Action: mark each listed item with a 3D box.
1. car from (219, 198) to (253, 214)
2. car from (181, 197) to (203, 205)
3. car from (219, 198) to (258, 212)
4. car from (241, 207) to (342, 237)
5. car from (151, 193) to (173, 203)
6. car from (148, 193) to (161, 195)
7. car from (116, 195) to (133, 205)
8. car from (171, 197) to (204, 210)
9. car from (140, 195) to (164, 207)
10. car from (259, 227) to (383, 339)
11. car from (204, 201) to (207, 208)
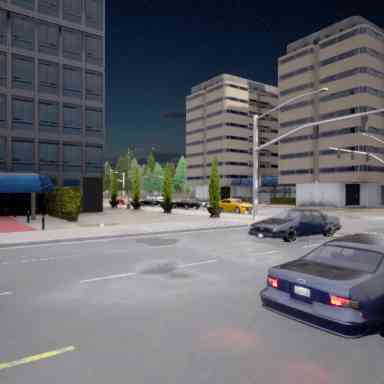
[{"bbox_3d":[4.467,1.478,35.964,1.882,1.535,5.008,0,0,-35],"label":"car"},{"bbox_3d":[-0.076,1.562,61.099,1.994,1.385,4.181,0,0,-35],"label":"car"},{"bbox_3d":[5.566,1.505,40.497,1.837,1.490,4.892,0,0,-35],"label":"car"},{"bbox_3d":[5.202,1.547,16.328,5.357,1.411,2.033,0,0,-36],"label":"car"},{"bbox_3d":[-6.341,1.223,69.995,2.150,2.045,5.566,0,0,-35],"label":"car"},{"bbox_3d":[-5.810,1.221,56.766,2.150,2.045,5.566,0,0,-34],"label":"car"},{"bbox_3d":[-12.002,1.352,59.555,2.097,1.767,4.553,0,0,-35],"label":"car"},{"bbox_3d":[-0.893,1.601,43.619,1.895,1.301,4.718,0,0,-35],"label":"car"},{"bbox_3d":[-6.165,1.601,51.152,1.895,1.301,4.718,0,0,-35],"label":"car"},{"bbox_3d":[3.719,1.547,6.473,5.357,1.411,2.033,0,0,-35],"label":"car"},{"bbox_3d":[0.254,1.491,48.083,2.128,1.511,4.902,0,0,-35],"label":"car"}]
